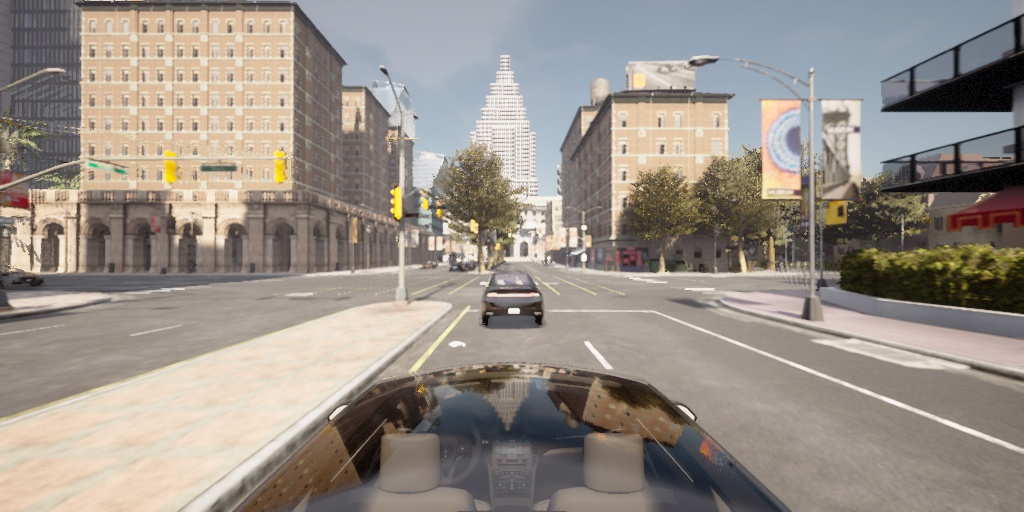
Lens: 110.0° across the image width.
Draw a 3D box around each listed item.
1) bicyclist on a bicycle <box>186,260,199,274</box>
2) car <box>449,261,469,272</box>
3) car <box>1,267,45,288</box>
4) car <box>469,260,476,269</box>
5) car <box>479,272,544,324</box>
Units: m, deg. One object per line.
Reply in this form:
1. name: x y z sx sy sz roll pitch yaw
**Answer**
1. bicyclist on a bicycle: -37.298 1.255 41.858 0.582 1.620 1.656 0 0 0
2. car: -8.079 1.503 53.236 2.128 1.511 4.902 0 0 0
3. car: -34.195 1.427 23.907 4.181 1.385 1.994 0 0 0
4. car: -8.020 1.626 63.010 1.994 1.385 4.181 0 0 1
5. car: -0.080 1.295 12.168 2.128 1.511 4.902 0 0 -3
